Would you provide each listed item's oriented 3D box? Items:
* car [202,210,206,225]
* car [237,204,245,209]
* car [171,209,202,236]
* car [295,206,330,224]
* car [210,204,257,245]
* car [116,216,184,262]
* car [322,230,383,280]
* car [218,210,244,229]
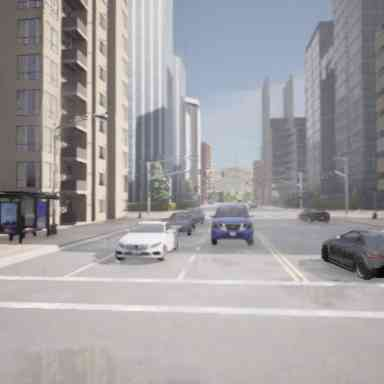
[{"bbox_3d":[0.359,2.478,33.465,1.837,1.490,4.892,-1,-2,6],"label":"car"},{"bbox_3d":[13.950,4.119,94.556,2.033,1.411,5.357,0,-2,6],"label":"car"},{"bbox_3d":[-0.752,2.186,23.341,2.128,1.511,4.902,0,-2,6],"label":"car"},{"bbox_3d":[12.571,2.460,34.628,1.882,1.535,5.008,0,-3,0],"label":"car"},{"bbox_3d":[2.298,1.777,19.020,2.150,2.045,5.566,0,-2,6],"label":"car"},{"bbox_3d":[-1.721,1.972,14.308,1.812,1.442,4.674,-1,-2,7],"label":"car"},{"bbox_3d":[5.838,1.928,10.940,1.994,1.385,4.181,-1,-2,2],"label":"car"},{"bbox_3d":[3.447,2.395,29.609,2.033,1.411,5.357,0,-2,6],"label":"car"}]
